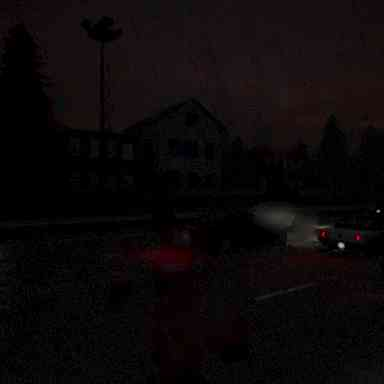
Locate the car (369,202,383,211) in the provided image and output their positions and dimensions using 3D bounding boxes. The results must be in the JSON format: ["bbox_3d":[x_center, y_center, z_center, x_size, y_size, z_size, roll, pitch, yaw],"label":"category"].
[{"bbox_3d":[17.169,1.572,28.892,4.181,1.385,1.994,0,0,-35],"label":"car"}]

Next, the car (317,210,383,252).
[{"bbox_3d":[7.122,1.604,13.128,4.718,1.301,1.895,0,0,-35],"label":"car"}]

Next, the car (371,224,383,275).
[{"bbox_3d":[6.742,1.567,8.565,4.181,1.385,1.994,0,0,-35],"label":"car"}]

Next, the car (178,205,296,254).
[{"bbox_3d":[1.793,1.480,13.636,5.008,1.535,1.882,0,0,-35],"label":"car"}]

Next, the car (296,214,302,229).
[{"bbox_3d":[4.615,1.530,19.955,4.674,1.442,1.812,0,0,-36],"label":"car"}]
